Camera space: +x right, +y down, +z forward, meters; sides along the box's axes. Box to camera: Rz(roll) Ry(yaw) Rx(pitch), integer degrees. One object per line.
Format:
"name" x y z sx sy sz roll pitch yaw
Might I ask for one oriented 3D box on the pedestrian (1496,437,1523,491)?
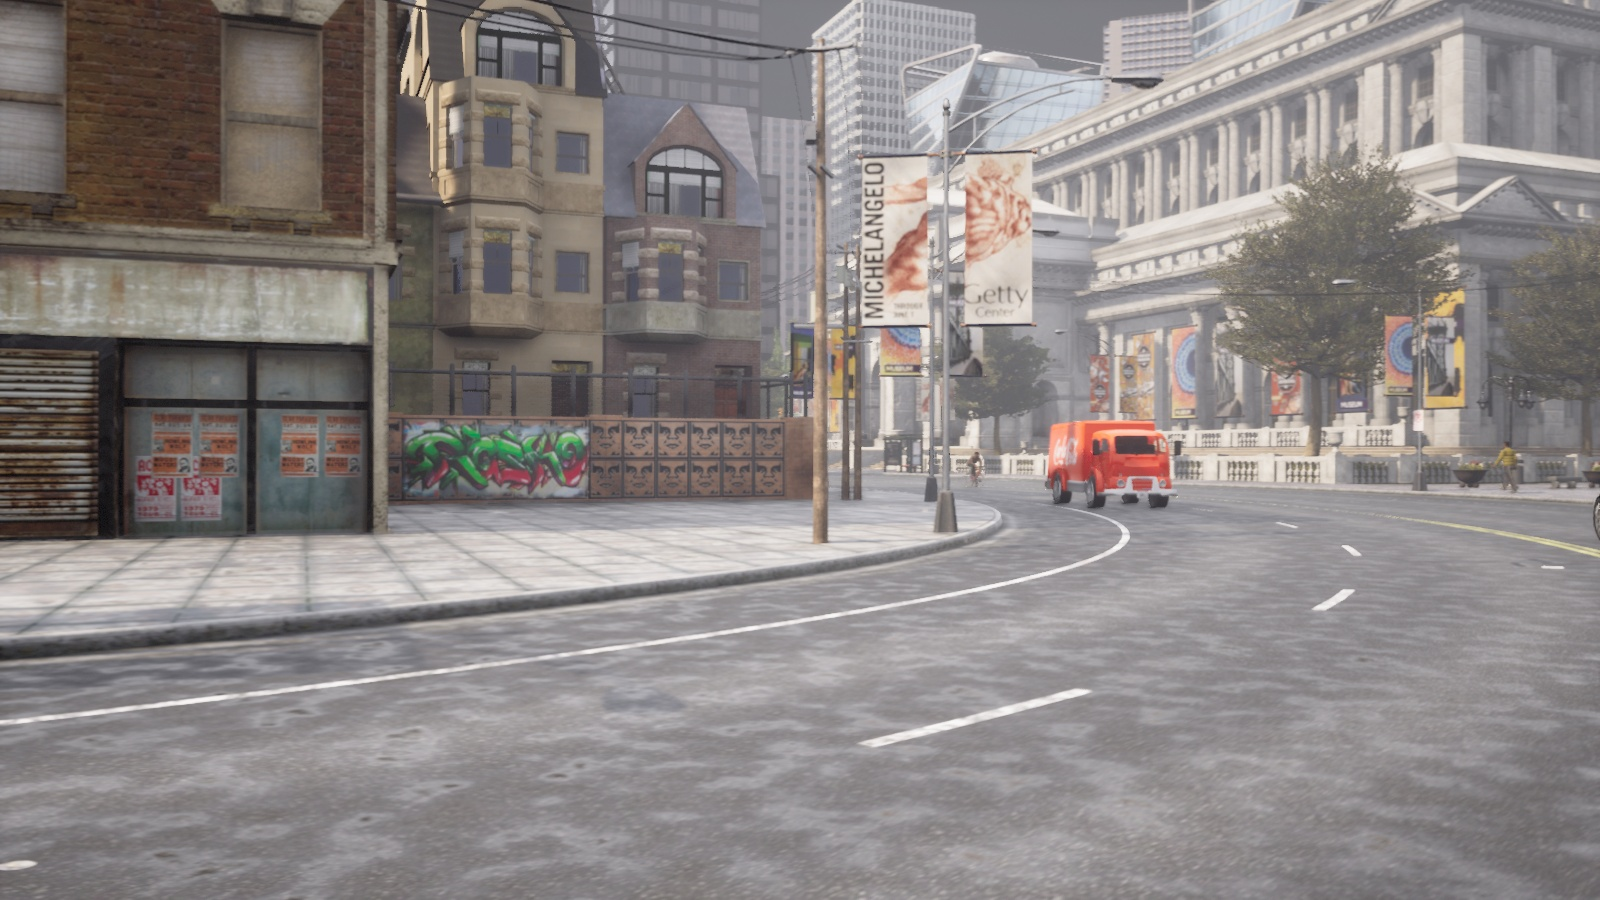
"pedestrian" 24.686 0.478 43.696 0.431 1.840 0.709 0 0 -14

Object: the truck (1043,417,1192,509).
"truck" 9.026 0.353 36.320 2.627 2.467 5.204 0 0 -5

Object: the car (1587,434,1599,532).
"car" 13.955 0.549 19.219 2.152 1.651 5.027 0 0 19
